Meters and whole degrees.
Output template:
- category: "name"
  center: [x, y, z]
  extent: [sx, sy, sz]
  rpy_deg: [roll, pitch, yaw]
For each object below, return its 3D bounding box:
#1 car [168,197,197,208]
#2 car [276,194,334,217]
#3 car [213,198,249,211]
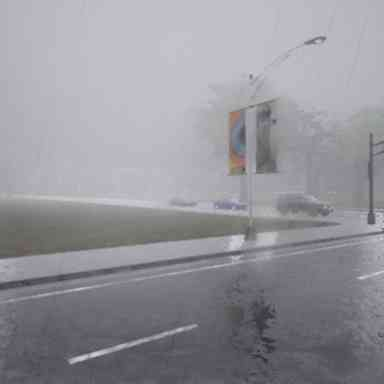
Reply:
- category: "car"
  center: [-1.437, 1.486, 48.496]
  extent: [2.033, 1.411, 5.357]
  rpy_deg: [0, 0, -36]
- category: "car"
  center: [10.643, 1.228, 31.905]
  extent: [2.150, 2.045, 5.566]
  rpy_deg: [0, 0, -36]
- category: "car"
  center: [4.639, 1.447, 40.144]
  extent: [1.882, 1.535, 5.008]
  rpy_deg: [0, 0, -36]
